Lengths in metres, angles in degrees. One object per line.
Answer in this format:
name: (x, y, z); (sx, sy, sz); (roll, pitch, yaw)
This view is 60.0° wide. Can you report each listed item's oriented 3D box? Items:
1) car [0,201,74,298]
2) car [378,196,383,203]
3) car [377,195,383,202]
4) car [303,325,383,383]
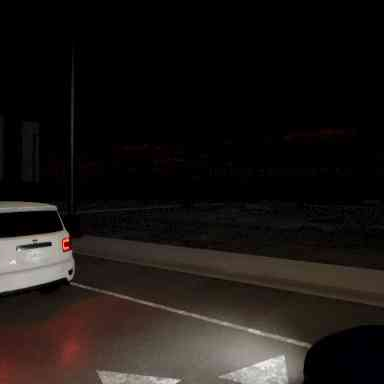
car: (-5.028, 1.220, 7.571); (5.566, 2.045, 2.150); (0, 0, 35)
car: (39.916, 1.527, 67.905); (2.038, 1.542, 4.974); (1, 1, 6)
car: (39.923, 1.369, 67.954); (1.853, 1.218, 4.536); (1, 1, 6)
car: (3.010, 1.516, 1.840); (4.674, 1.442, 1.812); (0, 0, 35)
